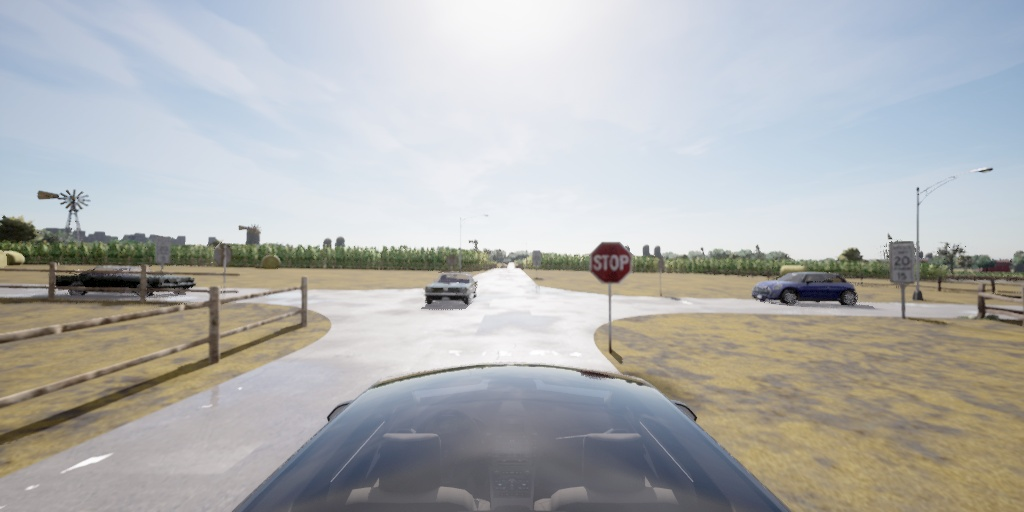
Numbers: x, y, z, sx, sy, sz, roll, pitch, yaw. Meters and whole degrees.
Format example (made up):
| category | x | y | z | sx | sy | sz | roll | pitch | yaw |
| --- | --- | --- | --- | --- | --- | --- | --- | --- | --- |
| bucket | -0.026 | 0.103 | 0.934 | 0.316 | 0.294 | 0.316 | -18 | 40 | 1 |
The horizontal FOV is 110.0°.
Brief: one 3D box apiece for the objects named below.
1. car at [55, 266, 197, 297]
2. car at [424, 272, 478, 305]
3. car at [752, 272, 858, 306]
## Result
| category | x | y | z | sx | sy | sz | roll | pitch | yaw |
| --- | --- | --- | --- | --- | --- | --- | --- | --- | --- |
| car | -17.360 | 1.128 | 16.317 | 4.718 | 1.301 | 1.895 | 1 | -1 | 0 |
| car | -2.718 | 1.460 | 16.896 | 1.895 | 1.301 | 4.718 | 1 | 0 | 0 |
| car | 15.560 | 1.659 | 19.273 | 4.553 | 1.767 | 2.097 | 1 | -1 | 0 |
